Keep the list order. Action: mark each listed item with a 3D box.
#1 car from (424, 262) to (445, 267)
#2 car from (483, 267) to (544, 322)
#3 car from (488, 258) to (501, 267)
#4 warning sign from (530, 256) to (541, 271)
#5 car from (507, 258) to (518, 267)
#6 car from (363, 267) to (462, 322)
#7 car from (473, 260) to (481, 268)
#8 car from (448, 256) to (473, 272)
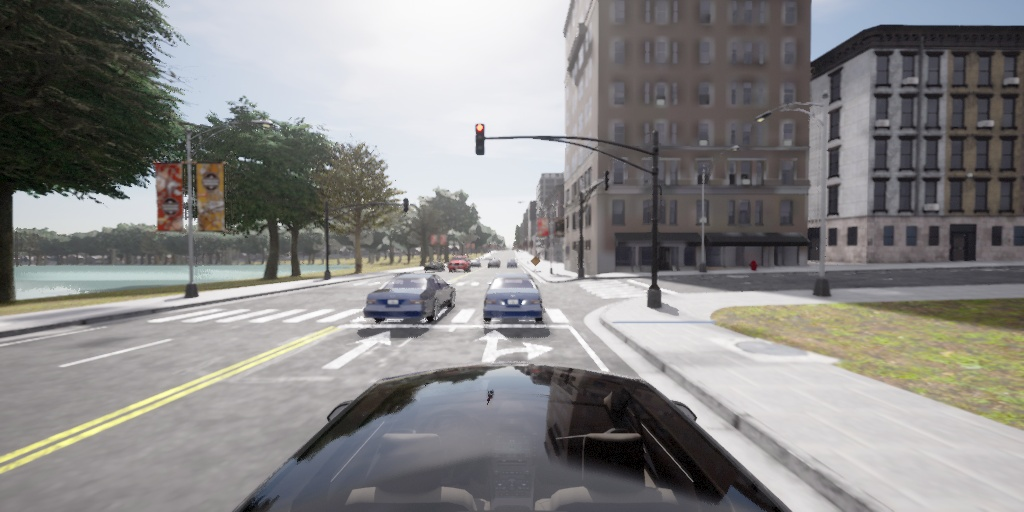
[{"bbox_3d":[-9.845,1.357,45.776,1.895,1.301,4.718,0,0,0],"label":"car"},{"bbox_3d":[0.049,1.283,12.244,2.033,1.411,5.357,0,0,0],"label":"car"},{"bbox_3d":[-3.206,1.348,63.100,1.994,1.385,4.181,0,0,1],"label":"car"},{"bbox_3d":[2.846,0.868,43.539,1.300,1.860,1.060,0,0,0],"label":"warning sign"},{"bbox_3d":[0.046,1.331,63.454,2.033,1.411,5.357,0,0,1],"label":"car"},{"bbox_3d":[-3.198,1.287,12.209,2.033,1.411,5.357,0,0,0],"label":"car"},{"bbox_3d":[-6.533,1.350,63.550,1.994,1.385,4.181,0,0,1],"label":"car"},{"bbox_3d":[-6.597,0.977,45.376,2.150,2.045,5.566,0,0,0],"label":"car"}]
